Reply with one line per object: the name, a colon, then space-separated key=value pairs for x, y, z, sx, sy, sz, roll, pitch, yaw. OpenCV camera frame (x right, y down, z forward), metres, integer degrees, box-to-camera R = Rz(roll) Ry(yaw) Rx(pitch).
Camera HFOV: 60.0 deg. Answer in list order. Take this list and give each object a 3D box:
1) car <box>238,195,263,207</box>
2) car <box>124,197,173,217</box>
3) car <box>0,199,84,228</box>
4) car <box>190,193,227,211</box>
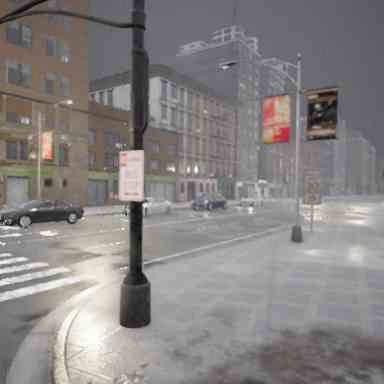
car: x=7.643 y=1.092 z=42.708 sx=1.812 sy=1.442 sz=4.674 roll=1 pitch=1 yaw=35
car: x=-3.406 y=1.156 z=27.008 sx=1.812 sy=1.442 sz=4.674 roll=1 pitch=1 yaw=35
car: x=-8.716 y=1.171 z=19.418 sx=1.837 sy=1.490 sz=4.892 roll=1 pitch=1 yaw=36
car: x=1.790 y=0.951 z=34.396 sx=2.097 sy=1.767 sz=4.553 roll=1 pitch=1 yaw=35
